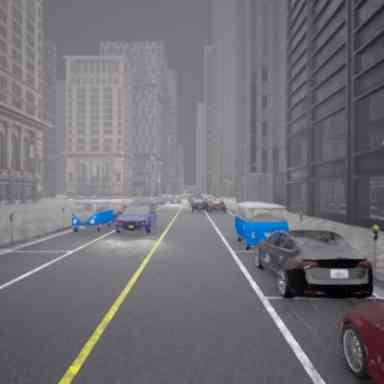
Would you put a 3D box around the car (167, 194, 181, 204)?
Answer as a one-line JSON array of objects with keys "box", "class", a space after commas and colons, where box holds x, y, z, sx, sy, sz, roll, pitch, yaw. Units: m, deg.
[{"box": [-3.030, 1.490, 61.270, 2.128, 1.511, 4.902, 0, 0, 1], "class": "car"}]

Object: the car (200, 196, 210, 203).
[{"box": [2.772, 1.542, 70.357, 2.008, 1.369, 4.403, 0, 0, 0], "class": "car"}]

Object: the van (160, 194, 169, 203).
[{"box": [-5.754, 1.333, 70.357, 1.690, 1.788, 3.998, 0, 0, 0], "class": "van"}]

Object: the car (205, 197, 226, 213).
[{"box": [2.766, 1.548, 36.513, 1.887, 1.381, 4.507, 0, 0, 0], "class": "car"}]

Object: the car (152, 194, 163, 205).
[{"box": [-5.758, 1.443, 47.793, 1.967, 1.590, 4.097, 0, 0, 0], "class": "car"}]

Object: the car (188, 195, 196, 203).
[{"box": [0.012, 1.458, 71.806, 1.837, 1.490, 4.892, 0, 0, 0], "class": "car"}]

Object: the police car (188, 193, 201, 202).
[{"box": [0.780, 1.428, 48.330, 1.930, 1.638, 5.238, 0, 0, -2], "class": "police car"}]

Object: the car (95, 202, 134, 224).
[{"box": [-5.761, 1.548, 25.230, 1.887, 1.381, 4.507, 0, 0, 0], "class": "car"}]

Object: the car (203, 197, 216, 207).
[{"box": [2.769, 1.566, 53.434, 1.947, 1.339, 4.313, 0, 0, 0], "class": "car"}]

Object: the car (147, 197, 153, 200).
[{"box": [-5.759, 1.570, 36.511, 1.947, 1.339, 4.313, 0, 0, 0], "class": "car"}]

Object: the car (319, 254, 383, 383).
[{"box": [2.761, 1.582, 2.669, 1.802, 1.307, 4.206, 0, 0, 0], "class": "car"}]

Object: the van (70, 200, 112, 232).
[{"box": [-5.763, 1.344, 19.589, 1.690, 1.788, 3.998, 0, 0, 0], "class": "van"}]

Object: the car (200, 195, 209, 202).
[{"box": [2.773, 1.427, 75.998, 1.967, 1.590, 4.097, 0, 0, 0], "class": "car"}]

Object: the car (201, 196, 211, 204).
[{"box": [2.771, 1.520, 64.886, 1.752, 1.417, 4.829, 0, 0, 0], "class": "car"}]

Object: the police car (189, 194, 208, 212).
[{"box": [0.894, 1.431, 38.358, 1.930, 1.638, 5.238, 0, 0, 0], "class": "police car"}]

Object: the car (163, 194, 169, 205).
[{"box": [-5.755, 1.565, 59.076, 1.947, 1.339, 4.313, 0, 0, 0], "class": "car"}]

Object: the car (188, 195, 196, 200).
[{"box": [0.014, 1.375, 87.886, 1.994, 1.385, 4.181, 0, 0, 0], "class": "car"}]

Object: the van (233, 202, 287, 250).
[{"box": [2.761, 1.343, 13.950, 1.690, 1.788, 3.998, 0, 0, 0], "class": "van"}]

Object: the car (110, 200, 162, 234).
[{"box": [-3.097, 1.480, 19.393, 1.882, 1.535, 5.008, 0, 0, 0], "class": "car"}]

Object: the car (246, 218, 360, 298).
[{"box": [2.761, 1.567, 8.309, 1.947, 1.339, 4.313, 0, 0, 0], "class": "car"}]

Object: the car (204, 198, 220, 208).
[{"box": [2.768, 1.553, 47.794, 2.008, 1.369, 4.403, 0, 0, 0], "class": "car"}]

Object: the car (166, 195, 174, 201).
[{"box": [-5.751, 1.528, 87.280, 2.008, 1.369, 4.403, 0, 0, 0], "class": "car"}]
